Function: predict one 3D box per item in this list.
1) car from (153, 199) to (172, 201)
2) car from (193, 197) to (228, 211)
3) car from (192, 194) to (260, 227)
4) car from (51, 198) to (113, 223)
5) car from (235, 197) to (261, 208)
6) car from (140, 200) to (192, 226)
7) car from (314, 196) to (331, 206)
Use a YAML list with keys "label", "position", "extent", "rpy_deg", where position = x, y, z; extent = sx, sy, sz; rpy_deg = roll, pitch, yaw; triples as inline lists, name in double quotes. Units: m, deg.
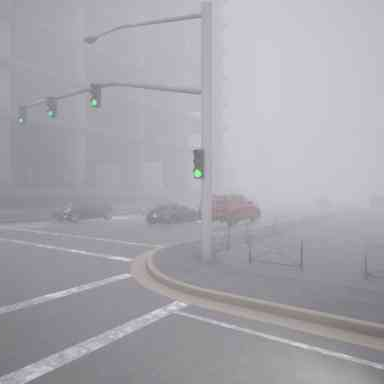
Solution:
- label: "car"
  position: [-3.065, 1.436, 32.831]
  extent: [2.128, 1.511, 4.902]
  rpy_deg: [0, 0, 35]
- label: "car"
  position: [2.385, 1.422, 40.519]
  extent: [1.882, 1.535, 5.008]
  rpy_deg: [0, 0, 36]
- label: "car"
  position: [2.624, 1.166, 22.350]
  extent: [2.150, 2.045, 5.566]
  rpy_deg: [0, 0, 35]
- label: "car"
  position: [-8.329, 1.297, 25.407]
  extent: [2.097, 1.767, 4.553]
  rpy_deg: [0, 0, 36]
- label: "car"
  position: [8.246, 1.470, 48.734]
  extent: [1.812, 1.442, 4.674]
  rpy_deg: [0, 0, 36]
- label: "car"
  position: [-1.227, 1.508, 22.962]
  extent: [1.994, 1.385, 4.181]
  rpy_deg: [0, 0, 35]
- label: "car"
  position: [21.844, 1.422, 55.548]
  extent: [1.882, 1.535, 5.008]
  rpy_deg: [0, 0, 35]
